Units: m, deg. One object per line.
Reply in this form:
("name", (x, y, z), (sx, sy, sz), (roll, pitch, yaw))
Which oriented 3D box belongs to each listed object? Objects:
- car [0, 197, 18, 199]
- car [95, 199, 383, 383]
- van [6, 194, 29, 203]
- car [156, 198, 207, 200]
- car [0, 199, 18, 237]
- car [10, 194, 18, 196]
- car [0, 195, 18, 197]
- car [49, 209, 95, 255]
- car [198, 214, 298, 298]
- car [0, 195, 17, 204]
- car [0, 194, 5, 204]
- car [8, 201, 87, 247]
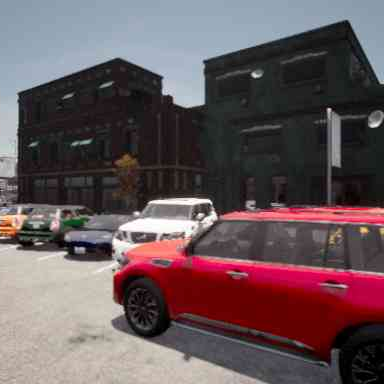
("car", (-12.694, 1.396, 20.293), (2.185, 1.767, 4.553), (0, -1, 16))
("car", (1.255, 1.234, 4.965), (5.566, 2.045, 2.150), (0, 0, 36))
("van", (-38.225, 1.460, 72.846), (4.442, 1.987, 1.878), (-1, 0, 14))
("car", (-0.570, 1.251, 11.406), (2.435, 2.045, 5.566), (1, -1, 16))
("car", (-7.865, 1.386, 16.704), (2.185, 1.767, 4.553), (0, -1, 16))
("car", (-29.384, 1.377, 55.615), (5.566, 2.045, 2.435), (1, 1, 14))
("car", (-31.058, 1.651, 53.164), (4.792, 1.488, 2.163), (1, 1, 14))
("car", (-2.997, 1.534, 13.169), (2.163, 1.488, 4.792), (1, -1, 16))
("car", (1.853, 1.530, 9.634), (2.163, 1.488, 4.792), (1, -1, 16))
("car", (-39.849, 1.552, 70.342), (4.553, 1.767, 2.185), (-1, -1, 14))
("car", (-41.502, 1.420, 67.840), (5.566, 2.045, 2.435), (-1, -1, 14))
("car", (-5.438, 1.382, 14.938), (2.185, 1.767, 4.553), (0, -1, 16))
